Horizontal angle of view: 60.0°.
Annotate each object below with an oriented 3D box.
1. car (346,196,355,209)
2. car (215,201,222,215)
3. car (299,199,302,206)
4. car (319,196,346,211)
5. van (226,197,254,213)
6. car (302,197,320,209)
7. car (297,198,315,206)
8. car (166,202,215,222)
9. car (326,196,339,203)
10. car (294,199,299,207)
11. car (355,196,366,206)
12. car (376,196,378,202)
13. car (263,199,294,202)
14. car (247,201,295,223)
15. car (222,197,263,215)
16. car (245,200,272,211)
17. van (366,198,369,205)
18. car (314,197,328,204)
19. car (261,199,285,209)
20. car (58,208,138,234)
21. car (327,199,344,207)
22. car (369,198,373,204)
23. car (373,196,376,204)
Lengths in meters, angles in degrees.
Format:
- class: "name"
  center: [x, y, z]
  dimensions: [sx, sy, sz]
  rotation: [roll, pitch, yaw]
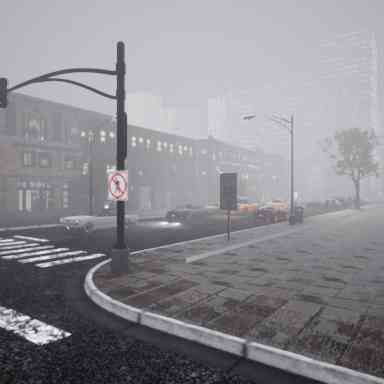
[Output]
- class: "car"
  center: [22.337, 1.581, 49.694]
  dimensions: [2.192, 1.841, 5.009]
  rotation: [0, -1, 35]
- class: "car"
  center: [2.676, 1.674, 36.283]
  dimensions: [1.752, 1.417, 4.829]
  rotation: [0, 0, 35]
- class: "car"
  center: [18.656, 1.846, 59.031]
  dimensions: [2.008, 1.369, 4.403]
  rotation: [0, -1, 35]
- class: "car"
  center: [19.161, 1.676, 45.172]
  dimensions: [1.967, 1.590, 4.097]
  rotation: [0, -1, 35]
- class: "van"
  center: [5.950, 1.518, 40.945]
  dimensions: [1.690, 1.788, 3.998]
  rotation: [0, 0, 35]
- class: "car"
  center: [18.186, 1.736, 48.280]
  dimensions: [2.128, 1.511, 4.902]
  rotation: [0, 0, 35]
- class: "car"
  center: [21.833, 1.876, 63.553]
  dimensions: [2.008, 1.369, 4.403]
  rotation: [0, -1, 35]
- class: "car"
  center: [-0.293, 1.672, 27.530]
  dimensions: [1.994, 1.385, 4.181]
  rotation: [0, 0, 36]
- class: "car"
  center: [34.538, 1.894, 81.640]
  dimensions: [1.967, 1.590, 4.097]
  rotation: [0, -1, 35]
- class: "car"
  center: [15.480, 1.816, 54.509]
  dimensions: [2.008, 1.369, 4.403]
  rotation: [0, -1, 35]
- class: "car"
  center: [28.690, 1.642, 58.738]
  dimensions: [2.192, 1.841, 5.009]
  rotation: [0, -1, 35]
- class: "car"
  center: [41.396, 2.037, 76.822]
  dimensions: [1.802, 1.307, 4.206]
  rotation: [0, -1, 35]
- class: "car"
  center: [11.386, 1.684, 44.094]
  dimensions: [1.882, 1.535, 5.008]
  rotation: [0, 0, 36]
- class: "car"
  center: [6.499, 1.670, 27.055]
  dimensions: [1.887, 1.381, 4.507]
  rotation: [0, 0, 35]
- class: "car"
  center: [5.515, 1.508, 35.794]
  dimensions: [2.097, 1.767, 4.553]
  rotation: [0, 0, 35]
- class: "car"
  center: [9.127, 1.756, 45.466]
  dimensions: [2.008, 1.369, 4.403]
  rotation: [0, 0, 35]
- class: "van"
  center: [31.867, 1.699, 63.259]
  dimensions: [1.690, 1.788, 3.998]
  rotation: [0, -1, 35]
- class: "car"
  center: [28.185, 1.828, 72.596]
  dimensions: [1.967, 1.590, 4.097]
  rotation: [0, -1, 35]
- class: "car"
  center: [12.205, 1.759, 49.848]
  dimensions: [1.752, 1.417, 4.829]
  rotation: [0, -1, 35]
- class: "car"
  center: [-5.544, 1.668, 20.071]
  dimensions: [1.895, 1.301, 4.718]
  rotation: [0, 0, 35]
- class: "car"
  center: [25.097, 1.913, 58.118]
  dimensions: [1.895, 1.301, 4.718]
  rotation: [0, 0, 35]
- class: "car"
  center: [35.043, 1.972, 67.778]
  dimensions: [1.802, 1.307, 4.206]
  rotation: [0, -1, 35]
- class: "car"
  center: [38.318, 1.948, 72.440]
  dimensions: [1.752, 1.417, 4.829]
  rotation: [0, -1, 35]
